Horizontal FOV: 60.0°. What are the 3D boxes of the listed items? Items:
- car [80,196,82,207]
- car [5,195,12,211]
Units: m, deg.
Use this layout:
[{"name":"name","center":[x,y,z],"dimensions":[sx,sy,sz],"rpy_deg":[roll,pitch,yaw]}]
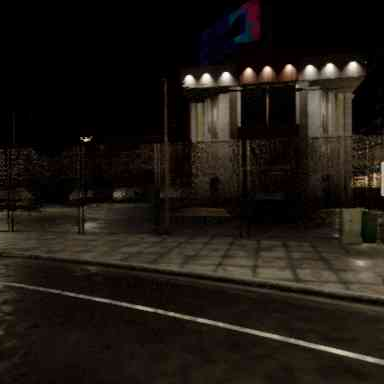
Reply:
[{"name":"car","center":[-17.696,1.549,47.916],"dimensions":[4.718,1.301,1.895],"rpy_deg":[0,0,12]},{"name":"car","center":[-19.834,1.427,37.633],"dimensions":[4.193,1.474,1.816],"rpy_deg":[0,0,12]}]
